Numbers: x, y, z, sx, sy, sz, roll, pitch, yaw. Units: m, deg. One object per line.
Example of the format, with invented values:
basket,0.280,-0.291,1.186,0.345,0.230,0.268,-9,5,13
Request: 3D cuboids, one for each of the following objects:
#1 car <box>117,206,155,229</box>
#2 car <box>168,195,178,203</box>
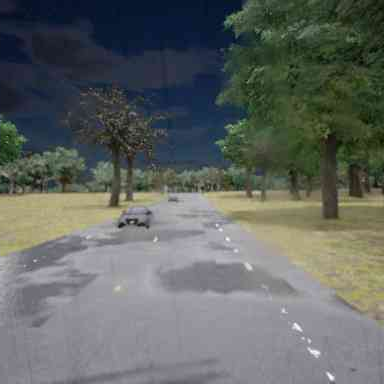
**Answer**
car,-3.599,1.617,21.974,1.994,1.385,4.181,0,0,0
car,-3.518,1.271,62.520,2.033,1.411,5.357,0,1,1
